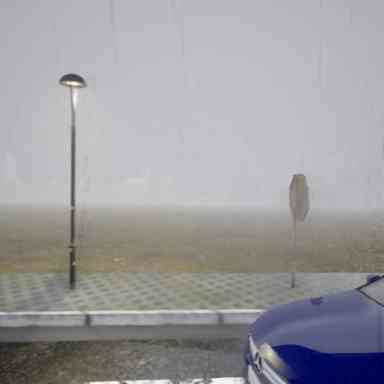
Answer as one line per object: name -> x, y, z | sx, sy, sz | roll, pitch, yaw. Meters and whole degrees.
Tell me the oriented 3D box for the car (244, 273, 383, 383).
car -> 2.857, 1.433, 3.233 | 4.674, 1.442, 1.812 | 1, 2, -8
